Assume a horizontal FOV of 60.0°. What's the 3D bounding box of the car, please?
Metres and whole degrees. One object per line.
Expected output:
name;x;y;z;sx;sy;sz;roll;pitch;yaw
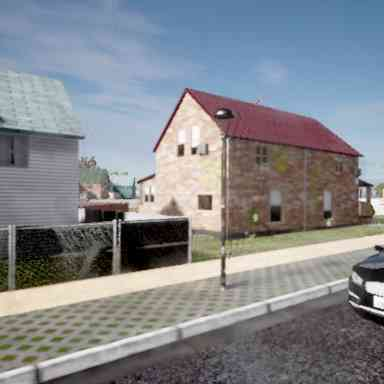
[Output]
car;5.055;1.500;6.646;4.902;1.511;2.128;0;0;-35
